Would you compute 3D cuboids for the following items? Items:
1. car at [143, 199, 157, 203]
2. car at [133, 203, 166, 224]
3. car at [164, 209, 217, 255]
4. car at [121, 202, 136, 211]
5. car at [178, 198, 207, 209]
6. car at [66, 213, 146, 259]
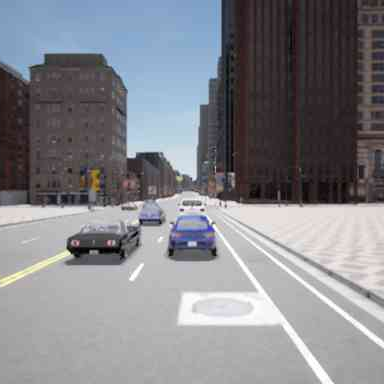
[{"bbox_3d":[-6.498,1.962,51.632,2.097,1.767,4.553,0,-1,0],"label":"car"},{"bbox_3d":[-3.224,1.857,27.532,2.033,1.411,5.357,0,-1,0],"label":"car"},{"bbox_3d":[0.032,1.673,13.903,1.812,1.442,4.674,0,0,1],"label":"car"},{"bbox_3d":[-9.747,2.215,51.808,1.895,1.301,4.718,0,-1,1],"label":"car"},{"bbox_3d":[0.025,1.535,27.593,2.150,2.045,5.566,0,0,0],"label":"car"},{"bbox_3d":[-3.226,1.742,13.249,1.895,1.301,4.718,0,-1,1],"label":"car"}]
